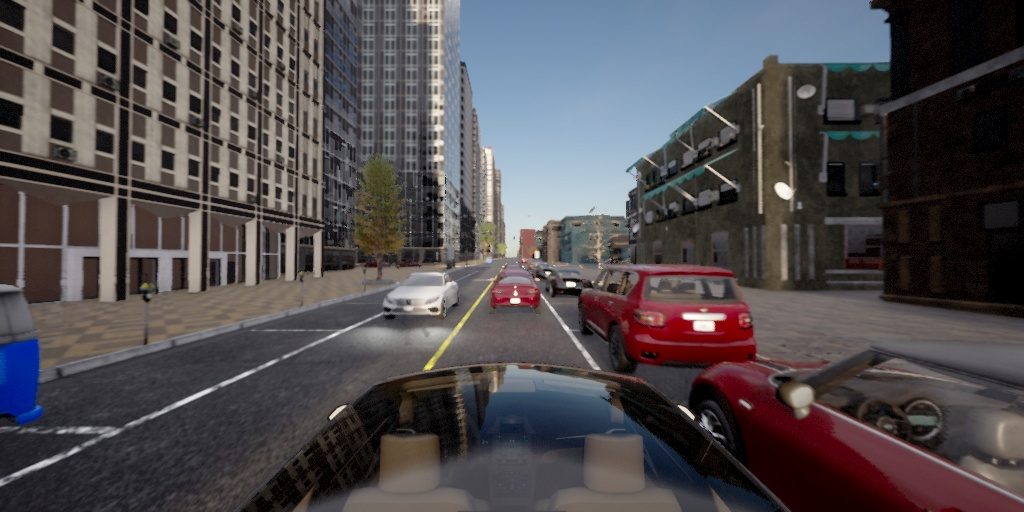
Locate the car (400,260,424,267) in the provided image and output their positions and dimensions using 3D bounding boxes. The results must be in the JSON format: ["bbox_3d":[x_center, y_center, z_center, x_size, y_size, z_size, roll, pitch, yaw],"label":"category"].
[{"bbox_3d":[-17.405,1.405,61.910,4.207,1.307,1.802,0,0,1],"label":"car"}]

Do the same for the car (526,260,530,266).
[{"bbox_3d":[2.699,1.301,34.830,2.007,1.370,4.403,0,0,0],"label":"car"}]

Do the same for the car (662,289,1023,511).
[{"bbox_3d":[2.691,1.190,1.964,1.967,1.591,4.097,0,0,0],"label":"car"}]

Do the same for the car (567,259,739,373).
[{"bbox_3d":[2.693,1.066,7.442,2.192,1.841,5.009,0,0,0],"label":"car"}]

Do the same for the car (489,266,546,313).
[{"bbox_3d":[0.104,1.278,13.872,1.812,1.442,4.674,0,0,0],"label":"car"}]

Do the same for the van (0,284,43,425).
[{"bbox_3d":[-5.690,1.091,1.963,1.690,1.789,3.998,0,0,0],"label":"van"}]

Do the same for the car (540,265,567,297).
[{"bbox_3d":[2.695,1.318,18.397,1.948,1.339,4.313,0,0,0],"label":"car"}]

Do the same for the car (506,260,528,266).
[{"bbox_3d":[0.107,1.315,31.077,1.994,1.385,4.181,0,0,0],"label":"car"}]

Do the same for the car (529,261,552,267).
[{"bbox_3d":[2.698,1.317,29.352,1.948,1.339,4.313,0,0,0],"label":"car"}]

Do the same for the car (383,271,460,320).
[{"bbox_3d":[-3.009,1.278,12.787,1.812,1.442,4.674,0,0,0],"label":"car"}]
